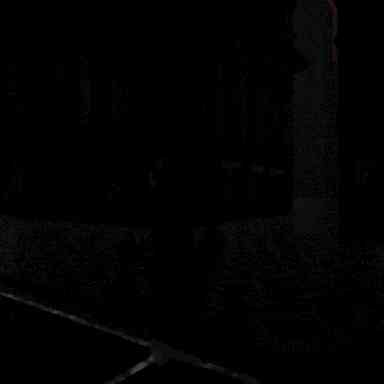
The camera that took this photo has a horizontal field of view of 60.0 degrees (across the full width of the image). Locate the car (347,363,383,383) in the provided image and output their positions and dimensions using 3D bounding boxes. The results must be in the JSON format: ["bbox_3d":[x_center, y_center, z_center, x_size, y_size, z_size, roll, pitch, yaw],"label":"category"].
[{"bbox_3d":[2.514,1.430,1.166,4.097,1.590,1.967,0,0,36],"label":"car"}]
